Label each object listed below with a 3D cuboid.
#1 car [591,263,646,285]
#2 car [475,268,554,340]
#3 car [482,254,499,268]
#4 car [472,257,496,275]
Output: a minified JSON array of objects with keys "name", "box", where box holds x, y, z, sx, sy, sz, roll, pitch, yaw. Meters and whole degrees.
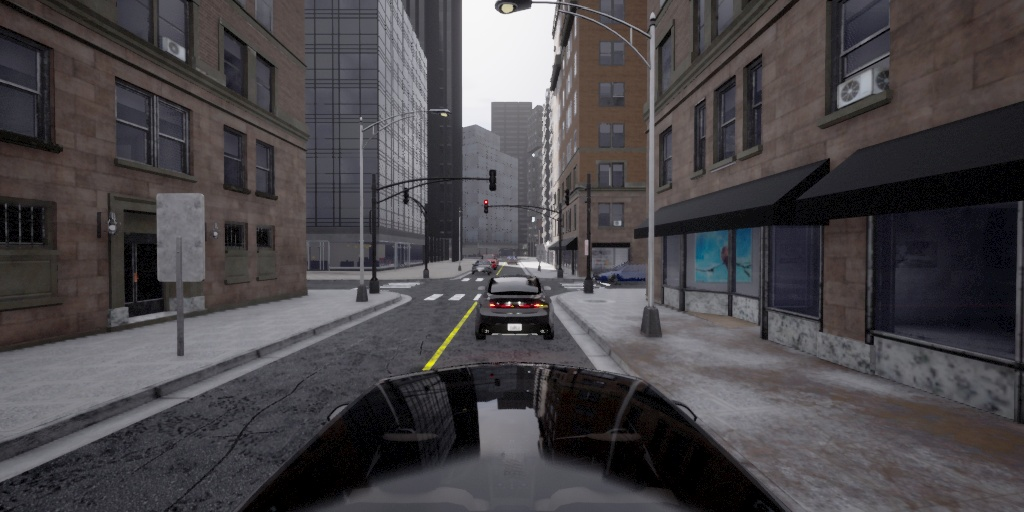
[{"name":"car","box":[8.353,1.216,25.009,5.357,1.411,2.033,0,1,-3]},{"name":"car","box":[0.070,1.252,9.972,1.837,1.490,4.892,0,0,0]},{"name":"car","box":[-3.151,0.809,48.266,2.150,2.045,5.566,0,1,0]},{"name":"car","box":[-3.134,1.163,37.962,2.128,1.511,4.902,0,0,0]}]
